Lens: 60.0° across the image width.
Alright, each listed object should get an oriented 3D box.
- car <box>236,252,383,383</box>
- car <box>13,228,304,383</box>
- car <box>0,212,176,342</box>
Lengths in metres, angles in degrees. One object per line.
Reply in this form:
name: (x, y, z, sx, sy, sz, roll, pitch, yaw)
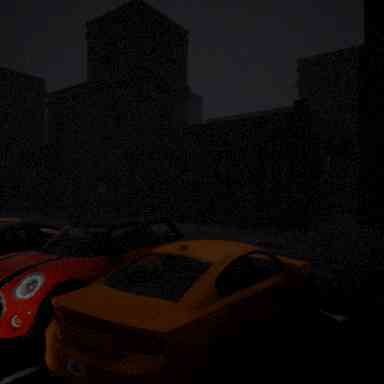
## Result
car: (2.627, 1.482, 3.489, 2.231, 1.521, 4.892, 0, 0, 36)
car: (0.361, 1.476, 5.093, 2.097, 1.535, 5.008, 0, 0, 35)
car: (-1.883, 1.347, 6.738, 2.185, 1.767, 4.553, 0, 0, 36)
